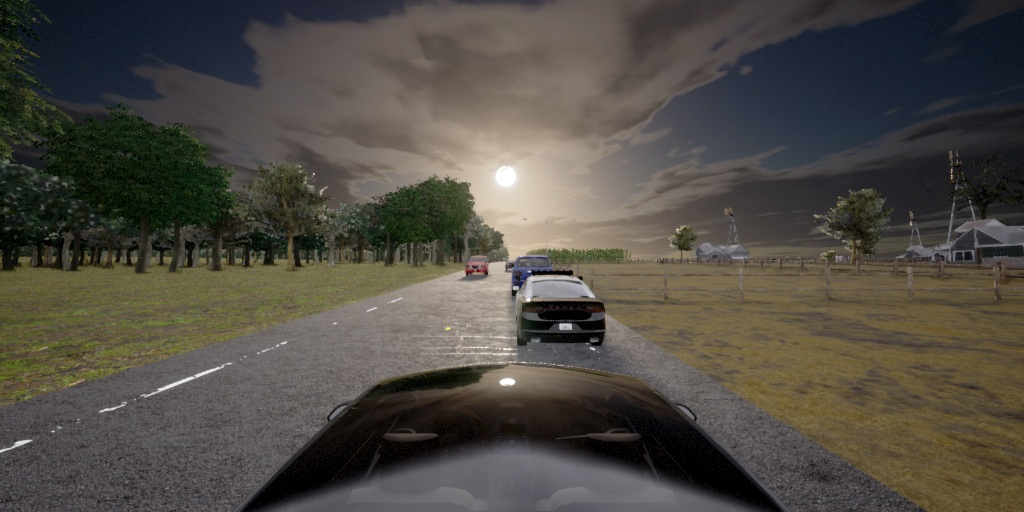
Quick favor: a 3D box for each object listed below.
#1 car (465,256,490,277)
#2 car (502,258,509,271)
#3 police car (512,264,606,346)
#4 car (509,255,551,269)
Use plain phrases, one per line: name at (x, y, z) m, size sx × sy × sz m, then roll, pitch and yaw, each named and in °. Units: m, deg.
car at (-3.497, 0.983, 36.846) m, size 2.150 × 2.045 × 5.566 m, roll 0°, pitch 0°, yaw 0°
car at (0.042, 1.250, 50.110) m, size 2.128 × 1.511 × 4.902 m, roll 0°, pitch 0°, yaw 1°
police car at (1.050, 1.180, 9.602) m, size 1.930 × 1.638 × 5.238 m, roll 0°, pitch 0°, yaw 0°
car at (1.052, 0.982, 19.534) m, size 2.150 × 2.045 × 5.566 m, roll 0°, pitch 0°, yaw 0°
